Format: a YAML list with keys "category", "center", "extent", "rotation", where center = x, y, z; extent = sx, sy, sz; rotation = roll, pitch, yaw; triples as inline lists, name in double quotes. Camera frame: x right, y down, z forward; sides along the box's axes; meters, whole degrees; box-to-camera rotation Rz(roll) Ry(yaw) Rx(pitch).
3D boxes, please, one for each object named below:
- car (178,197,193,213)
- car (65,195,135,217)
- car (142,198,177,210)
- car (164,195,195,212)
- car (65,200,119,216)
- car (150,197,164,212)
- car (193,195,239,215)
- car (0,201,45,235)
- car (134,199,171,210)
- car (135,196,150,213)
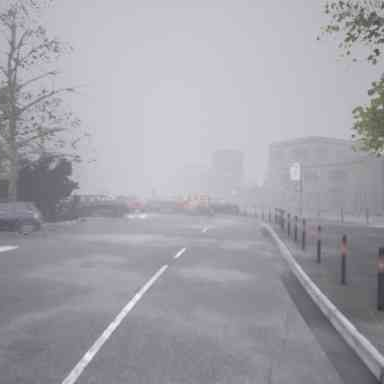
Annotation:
- category: "car"
  center: [1.377, 1.650, 38.436]
  extent: [5.008, 1.535, 2.097]
  rotation: [1, -1, -30]
- category: "car"
  center: [-8.738, 1.295, 31.503]
  extent: [5.566, 2.045, 2.435]
  rotation: [1, -1, -30]
- category: "car"
  center: [-4.761, 1.744, 48.917]
  extent: [4.553, 1.767, 2.185]
  rotation: [1, -2, -30]
- category: "car"
  center: [-0.120, 1.437, 40.944]
  extent: [5.566, 2.045, 2.435]
  rotation: [1, -1, -30]
- category: "car"
  center: [-10.108, 1.582, 33.790]
  extent: [4.892, 1.521, 2.231]
  rotation: [1, -1, -30]
- category: "car"
  center: [-5.405, 1.739, 42.418]
  extent: [2.128, 1.511, 4.902]
  rotation: [0, -1, -30]
- category: "car"
  center: [2.890, 1.486, 35.806]
  extent: [4.553, 1.767, 2.185]
  rotation: [1, -1, -30]
- category: "car"
  center: [-10.079, 1.272, 17.049]
  extent: [4.553, 1.767, 2.097]
  rotation: [0, 0, -18]
- category: "car"
  center: [-6.038, 1.944, 51.545]
  extent: [5.366, 1.575, 1.946]
  rotation: [0, -2, -30]
- category: "car"
  center: [-7.318, 1.405, 38.950]
  extent: [2.150, 2.045, 5.566]
  rotation: [0, -1, -30]
